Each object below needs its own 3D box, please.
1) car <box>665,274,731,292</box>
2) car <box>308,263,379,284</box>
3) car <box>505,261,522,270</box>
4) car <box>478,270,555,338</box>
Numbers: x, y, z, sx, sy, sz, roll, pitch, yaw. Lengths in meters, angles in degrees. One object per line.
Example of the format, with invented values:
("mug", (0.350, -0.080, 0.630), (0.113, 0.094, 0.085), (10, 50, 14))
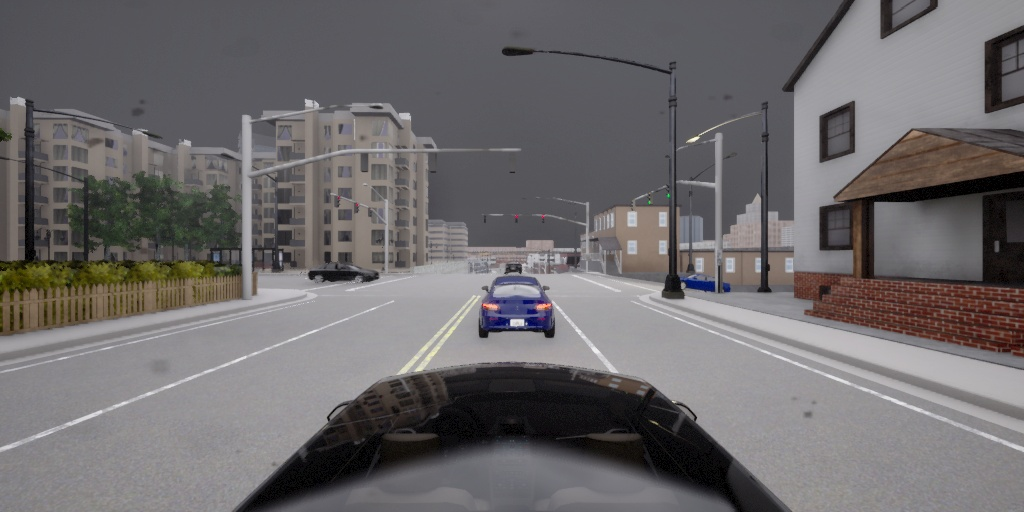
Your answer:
("car", (15.369, 2.209, 29.744), (5.008, 1.535, 1.882), (9, 0, 1))
("car", (-12.353, 1.255, 26.433), (4.892, 1.490, 1.837), (0, 0, 1))
("car", (0.168, 1.415, 42.531), (1.882, 1.535, 5.008), (0, -5, 1))
("car", (0.107, 1.276, 10.055), (1.812, 1.442, 4.674), (0, 0, 0))
